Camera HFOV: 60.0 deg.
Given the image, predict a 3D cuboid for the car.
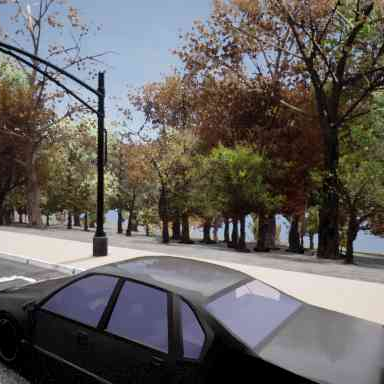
[{"bbox_3d":[-0.528,1.547,4.055,5.357,1.411,2.033,0,0,35],"label":"car"}]
